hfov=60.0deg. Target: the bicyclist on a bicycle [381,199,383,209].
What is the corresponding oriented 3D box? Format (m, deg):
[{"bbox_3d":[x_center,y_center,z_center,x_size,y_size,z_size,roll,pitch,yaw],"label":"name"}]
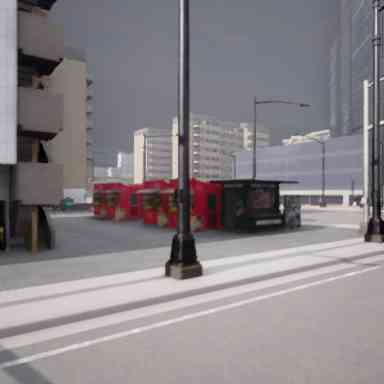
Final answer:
[{"bbox_3d":[25.289,1.569,44.626,1.656,1.620,0.582,0,-1,-36],"label":"bicyclist on a bicycle"}]
